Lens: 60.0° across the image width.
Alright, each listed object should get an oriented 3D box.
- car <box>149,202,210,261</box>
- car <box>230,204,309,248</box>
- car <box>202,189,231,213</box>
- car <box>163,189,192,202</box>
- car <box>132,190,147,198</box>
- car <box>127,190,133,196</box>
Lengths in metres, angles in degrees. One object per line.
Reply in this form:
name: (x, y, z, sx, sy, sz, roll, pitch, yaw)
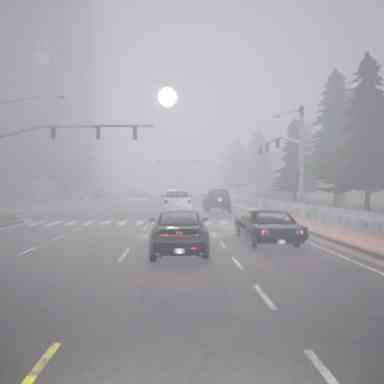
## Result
car: (-0.445, 1.320, 11.569, 1.837, 1.490, 4.892, 0, 1, -2)
car: (2.975, 1.373, 13.579, 1.895, 1.301, 4.718, 0, 1, -2)
car: (2.184, 0.733, 30.215, 2.150, 2.045, 5.566, 0, 1, -3)
car: (-1.159, 0.808, 26.455, 2.150, 2.045, 5.566, 0, 1, -2)
car: (-10.191, 0.455, 67.119, 2.128, 1.511, 4.902, 0, 1, -2)
car: (-14.457, 0.261, 82.114, 2.033, 1.411, 5.357, -1, 1, -32)
